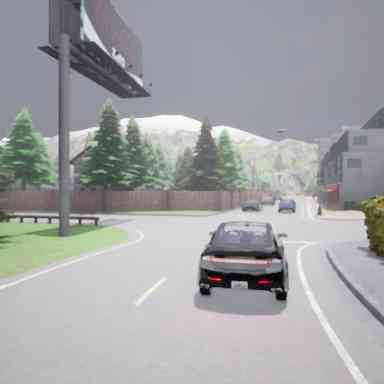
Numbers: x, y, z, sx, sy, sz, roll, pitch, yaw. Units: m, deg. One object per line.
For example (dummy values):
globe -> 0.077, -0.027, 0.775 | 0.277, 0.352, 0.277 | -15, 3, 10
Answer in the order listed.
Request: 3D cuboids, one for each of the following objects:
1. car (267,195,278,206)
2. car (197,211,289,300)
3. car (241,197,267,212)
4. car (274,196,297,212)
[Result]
car -> 12.137, 1.495, 53.122 | 1.812, 1.442, 4.674 | 0, 0, 19
car -> 1.378, 1.487, 8.458 | 2.128, 1.511, 4.902 | 0, 0, 12
car -> 6.911, 1.526, 37.745 | 2.033, 1.411, 5.357 | 0, 0, 19
car -> 11.001, 1.525, 38.299 | 2.033, 1.411, 5.357 | 0, 0, 19
